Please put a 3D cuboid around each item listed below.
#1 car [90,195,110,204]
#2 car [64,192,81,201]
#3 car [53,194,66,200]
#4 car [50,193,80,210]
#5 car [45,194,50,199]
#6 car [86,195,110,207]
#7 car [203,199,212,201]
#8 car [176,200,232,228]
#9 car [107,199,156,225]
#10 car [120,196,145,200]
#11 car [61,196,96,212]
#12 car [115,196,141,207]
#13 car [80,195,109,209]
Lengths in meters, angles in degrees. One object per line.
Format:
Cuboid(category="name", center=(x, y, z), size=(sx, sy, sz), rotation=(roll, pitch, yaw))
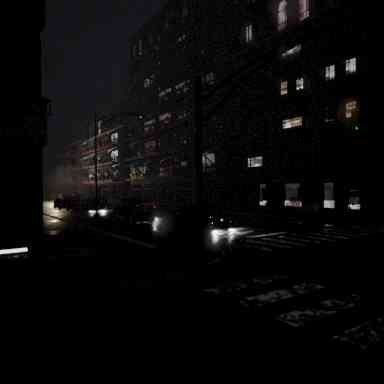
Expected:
Cuboid(category="car", center=(-15.393, 1.217, 55.378), size=(1.752, 1.417, 4.829), rotation=(-1, 1, -35))
Cuboid(category="car", center=(-24.962, 0.935, 69.280), size=(2.192, 1.841, 5.009), rotation=(-1, 1, -35))
Cuboid(category="car", center=(-31.403, 1.124, 78.645), size=(2.008, 1.369, 4.403), rotation=(-1, 1, -35))
Cuboid(category="car", center=(-15.756, 1.313, 41.123), size=(1.967, 1.590, 4.097), rotation=(-1, 1, -35))
Cuboid(category="car", center=(-34.720, 1.075, 83.466), size=(1.752, 1.417, 4.829), rotation=(-1, 1, -35))
Cuboid(category="car", center=(-13.746, 1.267, 48.323), size=(1.837, 1.490, 4.892), rotation=(-1, 1, -34))
Cuboid(category="car", center=(0.893, 1.360, 31.894), size=(1.887, 1.381, 4.507), rotation=(-1, 1, -35))
Cuboid(category="car", center=(0.690, 1.508, 21.793), size=(1.994, 1.385, 4.181), rotation=(-1, 1, -34))
Cuboid(category="car", center=(-4.301, 1.509, 24.251), size=(1.887, 1.381, 4.507), rotation=(-1, 1, -35))
Cuboid(category="car", center=(-5.034, 1.251, 30.103), size=(2.097, 1.767, 4.553), rotation=(-1, 1, -35))
Cuboid(category="car", center=(-12.534, 1.448, 36.443), size=(2.008, 1.369, 4.403), rotation=(-1, 1, -35))
Cuboid(category="car", center=(-8.951, 1.266, 46.015), size=(1.752, 1.417, 4.829), rotation=(-1, 1, -35))
Cuboid(category="car", center=(-11.965, 1.408, 40.200), size=(1.994, 1.385, 4.181), rotation=(-1, 1, -35))
